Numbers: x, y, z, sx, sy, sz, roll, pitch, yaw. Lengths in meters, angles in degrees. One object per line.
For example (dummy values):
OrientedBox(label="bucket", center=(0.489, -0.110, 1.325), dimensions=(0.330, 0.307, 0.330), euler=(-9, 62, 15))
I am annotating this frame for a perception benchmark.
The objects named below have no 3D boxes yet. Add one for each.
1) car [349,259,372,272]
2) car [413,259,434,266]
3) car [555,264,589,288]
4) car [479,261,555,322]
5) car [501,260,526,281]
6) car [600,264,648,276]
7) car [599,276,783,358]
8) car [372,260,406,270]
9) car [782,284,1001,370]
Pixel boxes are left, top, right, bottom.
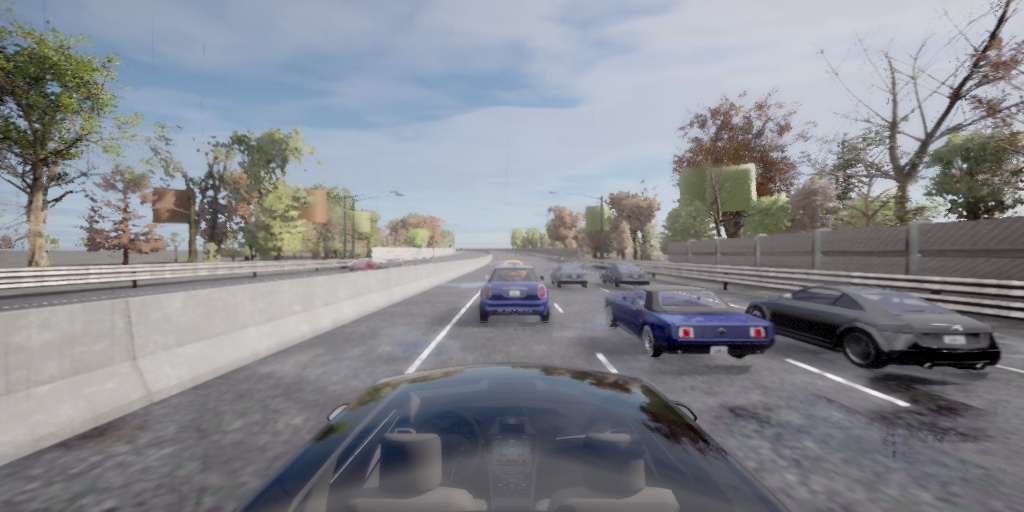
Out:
OrientedBox(label="car", center=(-17.594, 1.125, 42.617), dimensions=(1.812, 1.442, 4.674), euler=(0, 0, 0))
OrientedBox(label="car", center=(-10.594, 1.101, 43.158), dimensions=(1.837, 1.490, 4.892), euler=(0, 0, 0))
OrientedBox(label="car", center=(3.567, 1.221, 22.971), dimensions=(2.033, 1.411, 5.357), euler=(0, 0, 0))
OrientedBox(label="car", center=(0.083, 1.065, 12.318), dimensions=(2.097, 1.767, 4.553), euler=(0, 0, 0))
OrientedBox(label="car", center=(0.090, 1.127, 29.531), dimensions=(1.882, 1.535, 5.008), euler=(0, 0, 0))
OrientedBox(label="car", center=(7.069, 1.221, 22.985), dimensions=(2.033, 1.411, 5.357), euler=(0, 0, 0))
OrientedBox(label="car", center=(3.567, 1.327, 8.366), dimensions=(1.895, 1.301, 4.718), euler=(0, 0, 0))
OrientedBox(label="car", center=(-14.096, 1.148, 42.197), dimensions=(2.033, 1.411, 5.357), euler=(0, 0, 0))
OrientedBox(label="car", center=(7.065, 1.293, 7.717), dimensions=(1.994, 1.385, 4.181), euler=(0, 0, 0))
